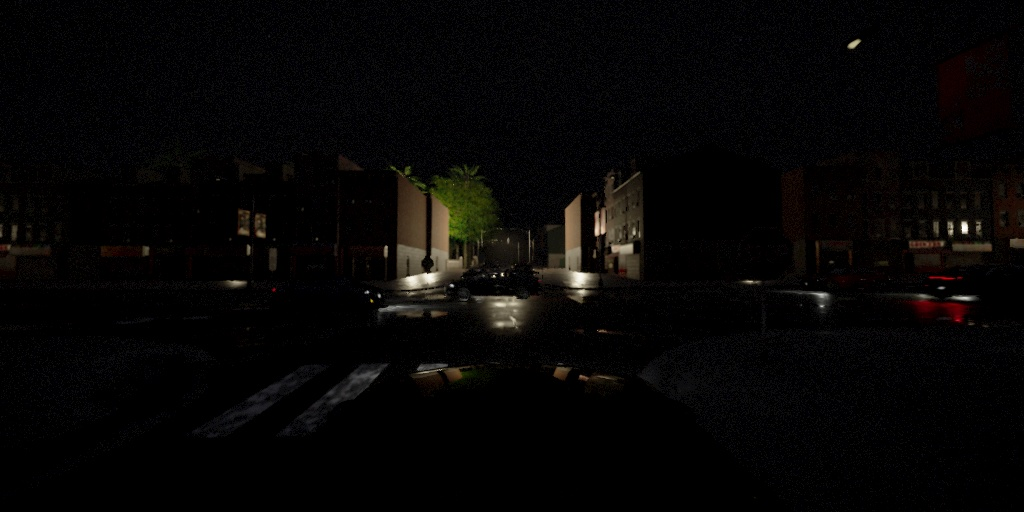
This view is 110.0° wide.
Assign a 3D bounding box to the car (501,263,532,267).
[{"bbox_3d":[0.631,1.439,29.192,2.097,1.767,4.553,0,-1,-9],"label":"car"}]

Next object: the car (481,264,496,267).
[{"bbox_3d":[-2.914,1.646,30.220,2.033,1.411,5.357,0,-1,5],"label":"car"}]

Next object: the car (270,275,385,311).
[{"bbox_3d":[-7.500,1.480,14.829,4.181,1.385,1.994,0,-2,-1],"label":"car"}]

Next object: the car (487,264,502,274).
[{"bbox_3d":[-2.579,1.943,53.782,1.994,1.385,4.181,0,-1,1],"label":"car"}]

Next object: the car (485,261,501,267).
[{"bbox_3d":[-2.585,1.592,42.154,2.097,1.767,4.553,0,-1,0],"label":"car"}]

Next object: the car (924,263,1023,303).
[{"bbox_3d":[20.473,1.106,15.113,4.902,1.511,2.128,-1,-2,-1],"label":"car"}]

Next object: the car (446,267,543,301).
[{"bbox_3d":[-0.888,1.458,18.325,4.902,1.511,2.128,0,-1,-1],"label":"car"}]

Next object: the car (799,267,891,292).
[{"bbox_3d":[20.182,1.377,21.791,4.674,1.442,1.812,-1,-2,-1],"label":"car"}]
